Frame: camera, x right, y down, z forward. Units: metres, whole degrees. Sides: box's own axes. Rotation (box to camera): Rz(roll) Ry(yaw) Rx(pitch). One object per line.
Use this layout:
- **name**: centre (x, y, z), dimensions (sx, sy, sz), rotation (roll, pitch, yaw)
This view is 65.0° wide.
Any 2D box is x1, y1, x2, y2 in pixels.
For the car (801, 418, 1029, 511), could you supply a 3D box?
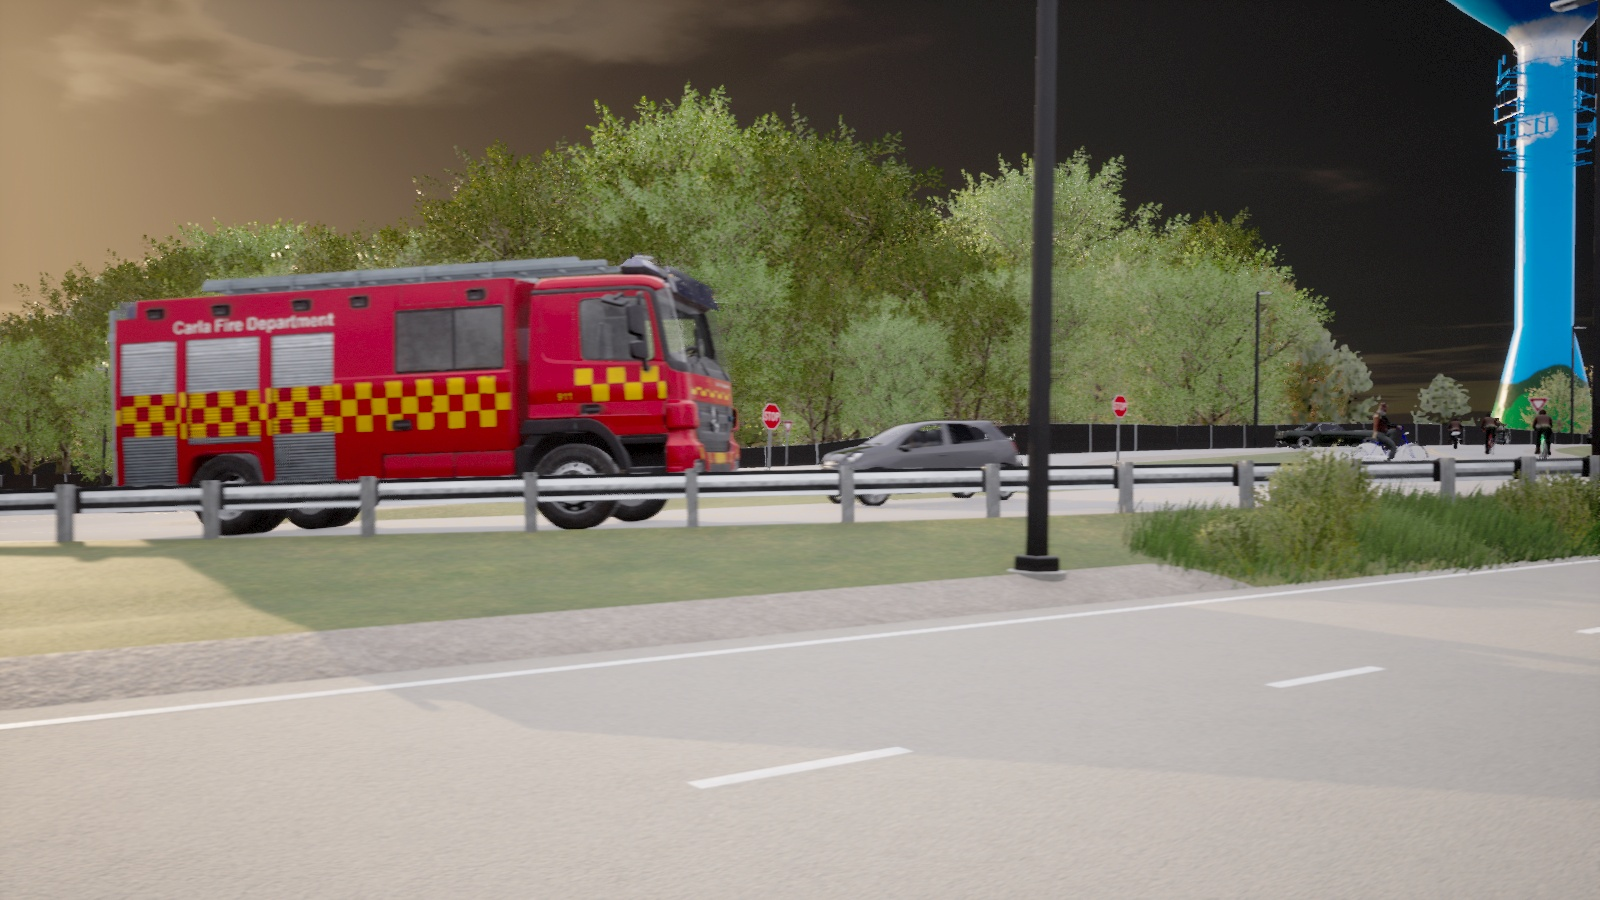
- **car**: centre (2.065, 0.239, 22.830), dimensions (3.633, 1.501, 1.845), rotation (-2, 0, -21)

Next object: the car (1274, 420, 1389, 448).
- **car**: centre (25.168, -0.761, 59.602), dimensions (4.718, 1.301, 1.895), rotation (0, 1, 9)

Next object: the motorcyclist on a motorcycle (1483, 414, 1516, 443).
- **motorcyclist on a motorcycle**: centre (40.045, -1.241, 71.862), dimensions (2.350, 1.649, 0.766), rotation (-1, 1, -37)

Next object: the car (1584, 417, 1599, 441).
- **car**: centre (51.869, -1.358, 79.845), dimensions (3.806, 1.475, 1.970), rotation (-1, 0, -32)

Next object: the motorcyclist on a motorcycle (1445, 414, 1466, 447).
- **motorcyclist on a motorcycle**: centre (30.979, -0.923, 59.402), dimensions (0.797, 1.523, 2.044), rotation (0, 1, 26)

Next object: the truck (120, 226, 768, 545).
- **truck**: centre (-4.966, -0.759, 18.118), dimensions (8.468, 3.827, 2.891), rotation (-2, -1, 10)

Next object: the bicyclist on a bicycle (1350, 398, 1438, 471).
- **bicyclist on a bicycle**: centre (14.956, -0.383, 31.638), dimensions (1.843, 1.776, 0.659), rotation (-1, -1, 5)
